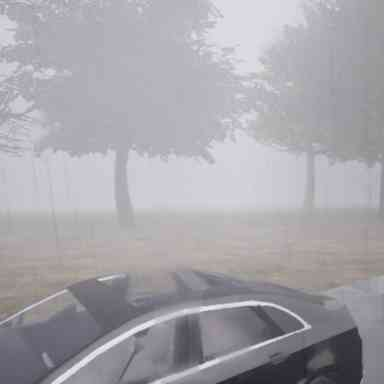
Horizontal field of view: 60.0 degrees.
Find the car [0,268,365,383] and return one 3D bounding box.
[{"bbox_3d":[-0.587,1.525,2.766,4.902,1.511,2.128,1,-1,-32],"label":"car"}]
